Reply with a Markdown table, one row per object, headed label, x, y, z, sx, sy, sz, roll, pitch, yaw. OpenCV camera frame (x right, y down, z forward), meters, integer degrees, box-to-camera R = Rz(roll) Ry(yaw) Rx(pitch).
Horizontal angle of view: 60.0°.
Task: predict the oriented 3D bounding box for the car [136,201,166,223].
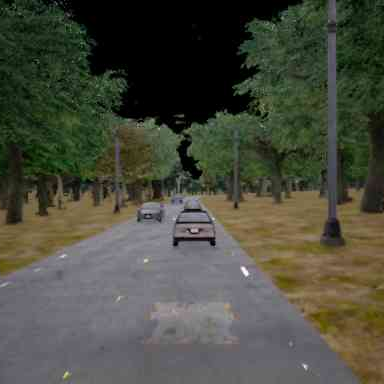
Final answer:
| label | x | y | z | sx | sy | sz | roll | pitch | yaw |
| --- | --- | --- | --- | --- | --- | --- | --- | --- | --- |
| car | -3.102 | 1.508 | 25.810 | 1.837 | 1.490 | 4.892 | 0 | 0 | 0 |

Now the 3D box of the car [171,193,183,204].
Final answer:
| label | x | y | z | sx | sy | sz | roll | pitch | yaw |
| --- | --- | --- | --- | --- | --- | --- | --- | --- | --- |
| car | -3.015 | 1.287 | 66.682 | 2.150 | 2.045 | 5.566 | 0 | 0 | 0 |

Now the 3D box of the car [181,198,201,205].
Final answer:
| label | x | y | z | sx | sy | sz | roll | pitch | yaw |
| --- | --- | --- | --- | --- | --- | --- | --- | --- | --- |
| car | 0.088 | 1.578 | 37.139 | 1.994 | 1.385 | 4.181 | 0 | 0 | 0 |

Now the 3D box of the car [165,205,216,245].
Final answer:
| label | x | y | z | sx | sy | sz | roll | pitch | yaw |
| --- | --- | --- | --- | --- | --- | --- | --- | --- | --- |
| car | 0.089 | 1.545 | 15.447 | 2.033 | 1.411 | 5.357 | 0 | 0 | 0 |
